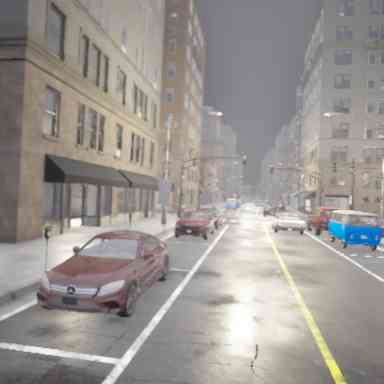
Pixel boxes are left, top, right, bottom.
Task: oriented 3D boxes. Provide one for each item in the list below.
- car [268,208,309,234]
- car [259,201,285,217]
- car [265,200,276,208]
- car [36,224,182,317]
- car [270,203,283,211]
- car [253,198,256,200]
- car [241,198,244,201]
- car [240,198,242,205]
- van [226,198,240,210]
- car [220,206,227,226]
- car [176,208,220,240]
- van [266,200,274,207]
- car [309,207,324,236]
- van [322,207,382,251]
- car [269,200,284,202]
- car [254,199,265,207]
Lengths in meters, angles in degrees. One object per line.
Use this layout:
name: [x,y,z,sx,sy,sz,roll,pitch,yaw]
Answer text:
car: [6.563,2.090,23.068,1.895,1.301,4.718,3,0,10]
car: [9.409,2.232,39.632,2.128,1.511,4.902,3,0,10]
car: [19.084,2.820,80.529,2.192,1.841,5.009,3,0,10]
car: [-1.619,1.559,7.455,1.802,1.307,4.206,3,0,10]
car: [16.351,2.811,64.540,2.008,1.369,4.403,3,0,10]
car: [17.820,2.836,89.042,1.837,1.490,4.892,3,0,10]
car: [11.998,2.732,87.055,1.752,1.417,4.829,3,0,10]
car: [8.371,2.448,65.910,1.947,1.339,4.313,3,0,10]
van: [6.555,2.059,55.256,1.690,1.788,3.998,3,0,10]
car: [1.171,1.797,23.749,1.947,1.339,4.313,3,0,10]
car: [0.243,1.692,18.318,1.887,1.381,4.507,3,0,10]
van: [19.990,2.928,85.858,1.690,1.788,3.998,3,0,10]
car: [9.084,1.921,22.393,2.192,1.841,5.009,3,0,10]
van: [8.153,1.863,16.961,1.690,1.788,3.998,3,0,10]
car: [15.455,2.493,59.212,2.192,1.841,5.009,3,0,10]
car: [15.914,2.920,77.981,1.895,1.301,4.718,3,0,10]
